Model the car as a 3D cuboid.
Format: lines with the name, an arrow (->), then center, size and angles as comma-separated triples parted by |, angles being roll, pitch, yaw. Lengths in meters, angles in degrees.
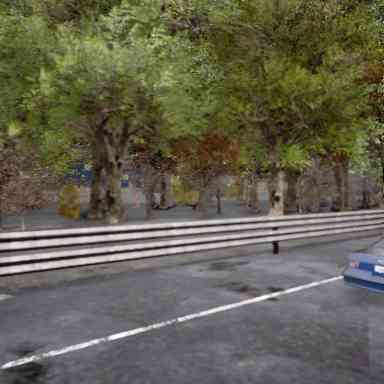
car -> 5.776, 1.561, 7.907 | 5.357, 1.411, 2.033 | 0, 0, -35
